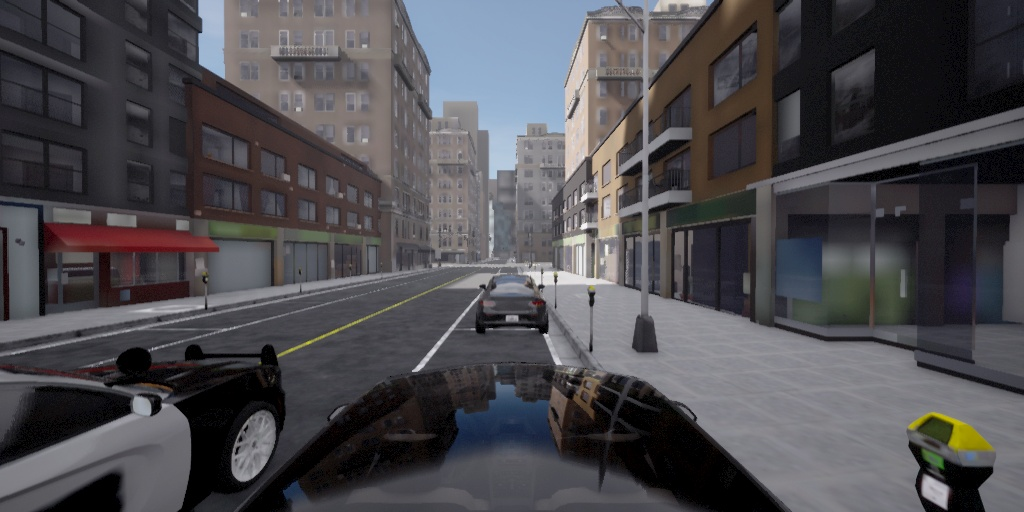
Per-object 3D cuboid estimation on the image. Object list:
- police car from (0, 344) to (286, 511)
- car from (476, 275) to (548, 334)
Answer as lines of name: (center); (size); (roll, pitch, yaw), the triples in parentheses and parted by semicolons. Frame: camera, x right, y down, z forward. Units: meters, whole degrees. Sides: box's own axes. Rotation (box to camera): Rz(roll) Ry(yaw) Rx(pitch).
police car: (-3.145, 1.169, 1.610); (1.930, 1.638, 5.238); (0, 0, 0)
car: (0.003, 1.263, 10.502); (1.812, 1.442, 4.674); (0, 0, 0)
